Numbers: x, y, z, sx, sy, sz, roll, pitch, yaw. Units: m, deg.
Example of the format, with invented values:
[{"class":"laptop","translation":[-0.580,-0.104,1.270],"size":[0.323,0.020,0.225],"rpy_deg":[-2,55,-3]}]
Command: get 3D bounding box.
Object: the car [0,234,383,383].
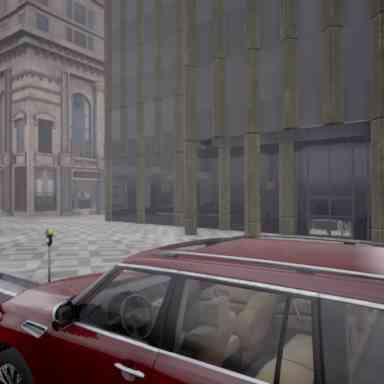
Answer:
[{"class":"car","translation":[0.246,1.315,2.798],"size":[5.009,1.841,2.192],"rpy_deg":[0,0,36]}]
